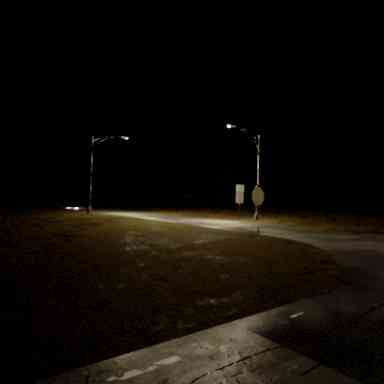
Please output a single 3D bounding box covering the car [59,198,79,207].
[{"bbox_3d":[-18.521,1.582,50.100,1.994,1.385,4.181,3,-2,-36],"label":"car"}]
